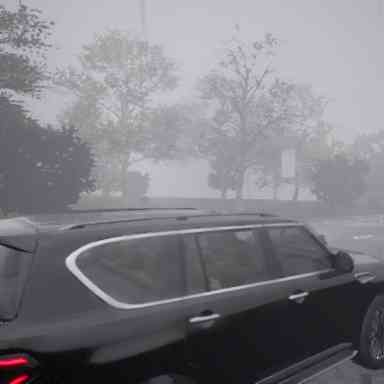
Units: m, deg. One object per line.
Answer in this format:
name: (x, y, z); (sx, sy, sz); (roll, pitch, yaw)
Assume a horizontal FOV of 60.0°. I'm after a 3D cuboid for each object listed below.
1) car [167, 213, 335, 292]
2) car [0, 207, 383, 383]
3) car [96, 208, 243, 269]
car: (1.868, 1.483, 9.533); (4.892, 1.490, 1.837); (0, 0, -35)
car: (0.346, 1.212, 4.008); (5.566, 2.045, 2.150); (0, 0, -36)
car: (-0.693, 1.471, 12.003); (4.902, 1.511, 2.128); (0, 0, -35)
